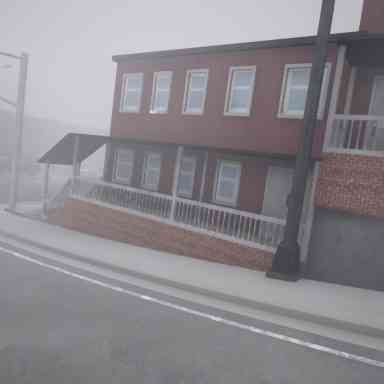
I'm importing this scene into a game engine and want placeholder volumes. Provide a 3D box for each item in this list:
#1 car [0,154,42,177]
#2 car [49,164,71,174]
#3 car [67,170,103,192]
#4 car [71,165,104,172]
[{"bbox_3d":[-18.013,-2.751,33.390,2.150,2.045,5.566,11,7,36],"label":"car"},{"bbox_3d":[-15.843,-3.029,42.390,1.837,1.490,4.892,11,7,35],"label":"car"},{"bbox_3d":[-8.185,-0.736,29.074,1.812,1.442,4.674,11,7,35],"label":"car"},{"bbox_3d":[-12.072,-2.493,41.705,1.882,1.535,5.008,11,7,35],"label":"car"}]
